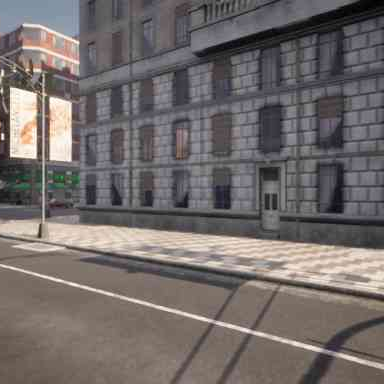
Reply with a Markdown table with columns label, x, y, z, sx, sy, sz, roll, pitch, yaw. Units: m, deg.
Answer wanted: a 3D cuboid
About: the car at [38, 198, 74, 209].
| label | x | y | z | sx | sy | sz | roll | pitch | yaw |
| --- | --- | --- | --- | --- | --- | --- | --- | --- | --- |
| car | -18.067 | 1.523 | 44.397 | 1.812 | 1.442 | 4.674 | 0 | 0 | 36 |
